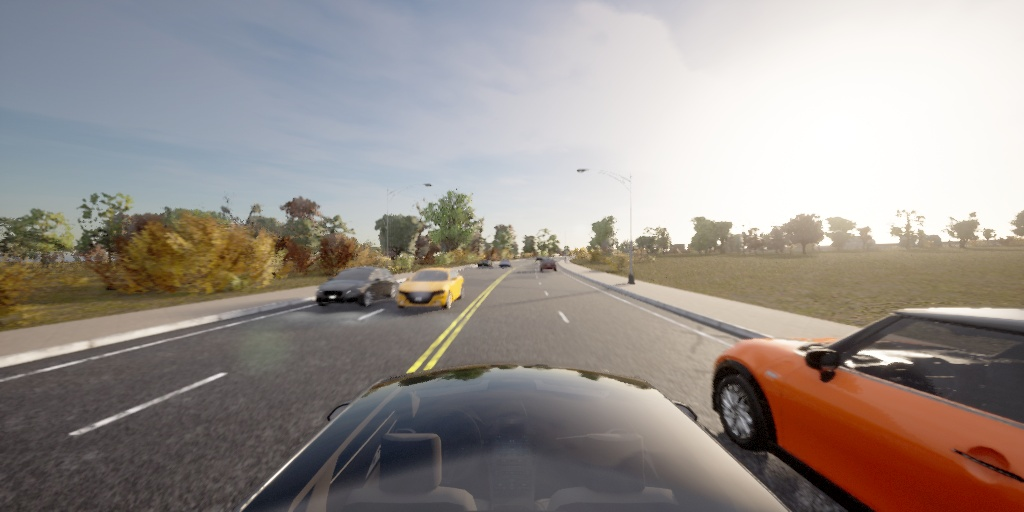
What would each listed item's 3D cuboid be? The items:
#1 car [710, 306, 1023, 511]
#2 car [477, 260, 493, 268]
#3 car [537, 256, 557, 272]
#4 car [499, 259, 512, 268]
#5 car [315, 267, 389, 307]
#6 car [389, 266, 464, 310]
[{"bbox_3d":[3.368,1.110,2.341,2.097,1.767,4.553,0,0,0],"label":"car"},{"bbox_3d":[-4.327,1.288,57.701,1.895,1.301,4.718,0,0,5],"label":"car"},{"bbox_3d":[4.667,1.075,46.311,2.097,1.767,4.553,0,0,4],"label":"car"},{"bbox_3d":[-1.005,1.235,58.293,2.033,1.411,5.357,0,0,5],"label":"car"},{"bbox_3d":[-6.443,1.243,15.401,1.837,1.490,4.892,0,0,1],"label":"car"},{"bbox_3d":[-3.201,1.222,14.956,1.882,1.535,5.008,0,0,1],"label":"car"}]
